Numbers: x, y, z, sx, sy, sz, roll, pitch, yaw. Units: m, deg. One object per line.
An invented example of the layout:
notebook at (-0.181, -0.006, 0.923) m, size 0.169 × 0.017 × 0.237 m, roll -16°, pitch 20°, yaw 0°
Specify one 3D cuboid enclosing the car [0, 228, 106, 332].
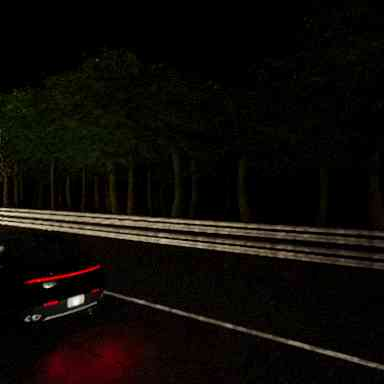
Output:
car at (-3.827, 1.503, 6.780) m, size 4.892 × 1.490 × 1.837 m, roll 0°, pitch 0°, yaw 36°
